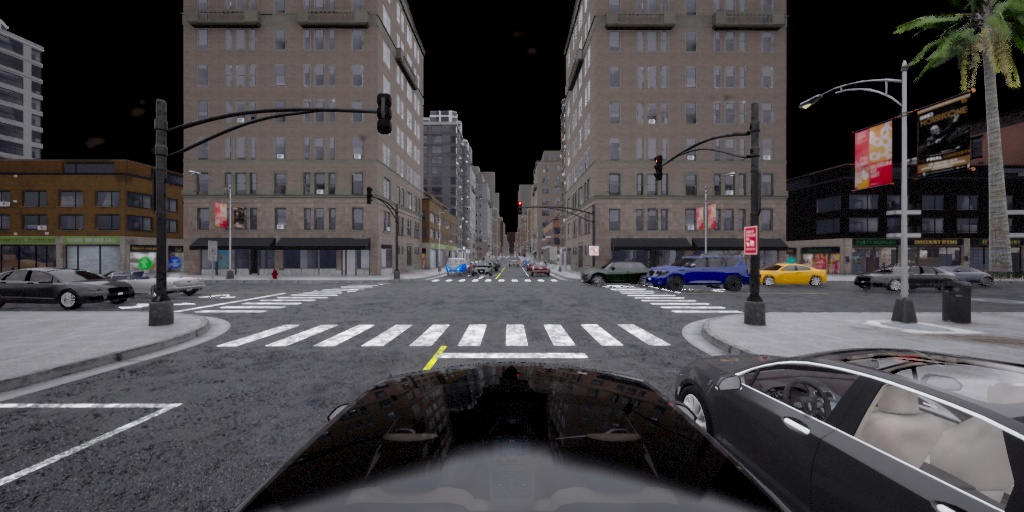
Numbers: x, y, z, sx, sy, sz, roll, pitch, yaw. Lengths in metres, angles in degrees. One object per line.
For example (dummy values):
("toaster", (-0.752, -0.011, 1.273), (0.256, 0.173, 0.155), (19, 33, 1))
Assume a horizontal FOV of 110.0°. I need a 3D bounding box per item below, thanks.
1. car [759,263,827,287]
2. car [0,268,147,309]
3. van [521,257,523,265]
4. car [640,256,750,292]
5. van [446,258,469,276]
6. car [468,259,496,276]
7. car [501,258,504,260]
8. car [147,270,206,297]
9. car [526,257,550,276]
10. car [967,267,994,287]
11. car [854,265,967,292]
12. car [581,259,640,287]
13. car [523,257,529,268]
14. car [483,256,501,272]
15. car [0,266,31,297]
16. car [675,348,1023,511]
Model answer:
("car", (18.414, 1.250, 24.344), (5.008, 1.535, 1.882), (0, 0, 0))
("car", (-17.945, 1.232, 14.189), (4.892, 1.490, 1.837), (0, 0, 0))
("van", (2.893, 1.094, 59.661), (1.690, 1.789, 3.998), (0, 0, 0))
("car", (10.831, 0.986, 21.027), (5.566, 2.045, 2.150), (0, 0, -1))
("van", (-5.725, 1.093, 37.017), (1.690, 1.789, 3.998), (0, 0, 0))
("car", (-2.970, 1.316, 36.657), (1.994, 1.385, 4.181), (0, 0, 0))
("car", (-2.852, 1.354, 60.413), (1.895, 1.301, 4.718), (0, 0, 1))
("car", (-17.906, 1.324, 17.438), (4.718, 1.301, 1.895), (0, 0, 0))
("car", (2.800, 1.192, 36.984), (1.967, 1.591, 4.097), (0, 0, 0))
("car", (29.726, 1.358, 24.407), (4.181, 1.385, 1.994), (0, 0, 0))
("car", (23.084, 1.291, 21.122), (4.892, 1.490, 1.837), (1, 0, 0))
("car", (7.016, 1.105, 24.281), (4.553, 1.767, 2.097), (0, 0, 0))
("car", (2.847, 1.193, 48.322), (1.967, 1.591, 4.097), (0, 0, 0))
("car", (-2.925, 0.973, 47.160), (2.150, 2.045, 5.566), (0, 0, 0))
("car", (-26.893, 1.235, 17.389), (4.674, 1.442, 1.812), (0, 0, 0))
("car", (2.668, 1.300, 2.334), (2.007, 1.370, 4.403), (0, 0, 0))
